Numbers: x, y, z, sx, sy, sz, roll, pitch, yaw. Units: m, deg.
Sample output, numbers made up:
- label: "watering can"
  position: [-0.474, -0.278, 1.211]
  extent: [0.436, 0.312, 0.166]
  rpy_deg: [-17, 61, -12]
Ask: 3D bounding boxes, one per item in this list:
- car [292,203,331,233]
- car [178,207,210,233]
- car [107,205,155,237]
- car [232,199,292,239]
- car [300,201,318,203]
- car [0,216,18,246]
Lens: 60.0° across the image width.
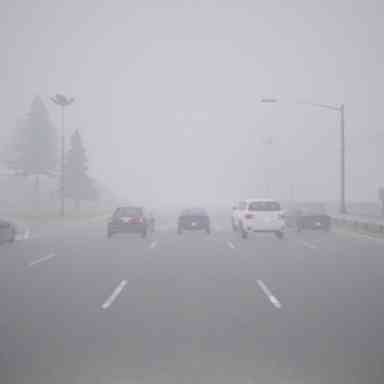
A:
- label: "car"
  position: [7.103, 1.689, 21.179]
  extent: [1.882, 1.535, 5.008]
  rpy_deg: [0, -1, 0]
- label: "car"
  position: [0.103, 1.689, 21.188]
  extent: [1.882, 1.535, 5.008]
  rpy_deg: [0, -1, 0]
- label: "car"
  position: [-3.397, 1.545, 19.312]
  extent: [2.097, 1.767, 4.553]
  rpy_deg: [0, -1, 0]
- label: "car"
  position: [3.603, 1.409, 18.776]
  extent: [2.150, 2.045, 5.566]
  rpy_deg: [0, -1, 0]
- label: "car"
  position: [15.506, 1.926, 45.183]
  extent: [1.882, 1.535, 5.008]
  rpy_deg: [0, -1, -45]
- label: "car"
  position: [-8.870, 1.688, 14.046]
  extent: [2.033, 1.411, 5.357]
  rpy_deg: [0, -1, -17]
